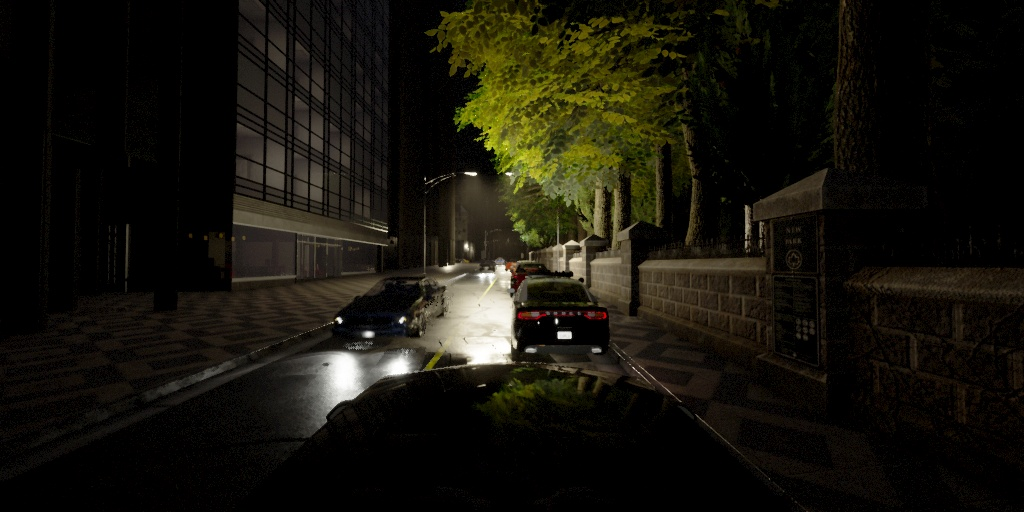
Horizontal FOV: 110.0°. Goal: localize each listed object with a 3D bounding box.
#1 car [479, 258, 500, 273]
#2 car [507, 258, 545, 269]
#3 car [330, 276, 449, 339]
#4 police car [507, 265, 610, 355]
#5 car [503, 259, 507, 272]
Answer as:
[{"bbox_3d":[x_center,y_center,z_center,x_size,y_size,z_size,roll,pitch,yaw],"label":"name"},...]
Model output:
[{"bbox_3d":[-2.951,1.264,43.599,2.128,1.511,4.902,0,0,0],"label":"car"},{"bbox_3d":[0.958,1.106,18.680,2.097,1.767,4.553,0,0,0],"label":"car"},{"bbox_3d":[-3.071,1.300,10.349,2.033,1.411,5.357,0,0,0],"label":"car"},{"bbox_3d":[0.924,1.177,8.817,1.930,1.638,5.238,0,0,0],"label":"police car"},{"bbox_3d":[0.208,1.129,47.423,2.097,1.767,4.553,0,0,1],"label":"car"}]
